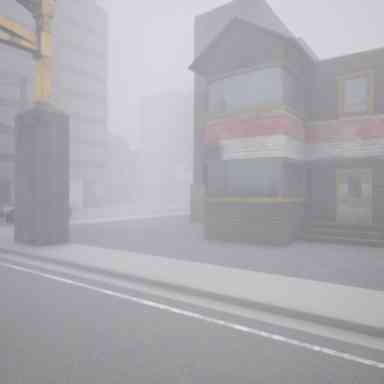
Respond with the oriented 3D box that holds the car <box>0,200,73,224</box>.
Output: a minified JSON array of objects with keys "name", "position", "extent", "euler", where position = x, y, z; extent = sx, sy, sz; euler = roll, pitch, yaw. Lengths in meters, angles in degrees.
[{"name":"car","position":[-10.730,1.346,23.535],"extent":[2.038,1.542,4.974],"euler":[0,0,16]}]
